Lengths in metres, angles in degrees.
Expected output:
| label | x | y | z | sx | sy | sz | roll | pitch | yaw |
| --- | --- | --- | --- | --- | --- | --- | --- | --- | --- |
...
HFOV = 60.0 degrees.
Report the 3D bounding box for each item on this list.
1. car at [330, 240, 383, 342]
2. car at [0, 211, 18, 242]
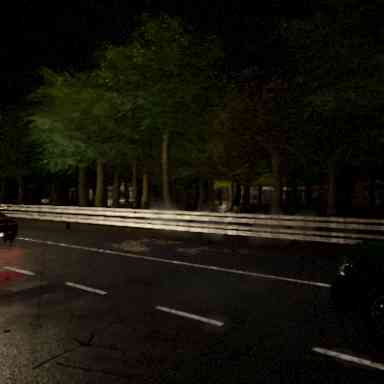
| label | x | y | z | sx | sy | sz | roll | pitch | yaw |
| --- | --- | --- | --- | --- | --- | --- | --- | --- | --- |
| car | 4.966 | 1.221 | 4.624 | 5.566 | 2.045 | 2.150 | 0 | 0 | 36 |
| car | -9.888 | 1.539 | 15.248 | 4.892 | 1.490 | 1.837 | 0 | 0 | 36 |
